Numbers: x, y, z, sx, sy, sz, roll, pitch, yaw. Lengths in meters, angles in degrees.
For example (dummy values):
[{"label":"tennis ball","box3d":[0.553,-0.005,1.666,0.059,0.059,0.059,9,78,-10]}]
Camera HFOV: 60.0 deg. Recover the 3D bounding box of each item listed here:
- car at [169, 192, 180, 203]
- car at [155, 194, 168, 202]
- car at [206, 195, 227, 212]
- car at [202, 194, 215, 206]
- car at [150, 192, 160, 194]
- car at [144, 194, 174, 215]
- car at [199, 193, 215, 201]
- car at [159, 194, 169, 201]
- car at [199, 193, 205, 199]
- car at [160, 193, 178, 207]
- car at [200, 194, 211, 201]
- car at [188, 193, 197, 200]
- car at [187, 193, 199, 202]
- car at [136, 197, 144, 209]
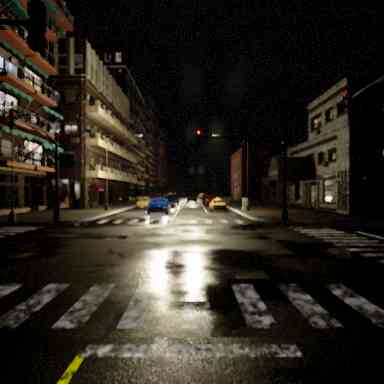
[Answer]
[{"label":"car","box3d":[-3.058,1.167,54.383,1.837,1.490,4.892,0,0,0]},{"label":"car","box3d":[-5.685,1.168,62.664,2.008,1.369,4.403,0,0,0]},{"label":"car","box3d":[2.695,1.300,35.139,1.752,1.417,4.829,0,0,0]},{"label":"car","box3d":[2.695,1.292,46.047,1.802,1.307,4.206,0,0,0]},{"label":"car","box3d":[-5.684,0.993,51.584,2.192,1.841,5.009,0,0,0]},{"label":"car","box3d":[-3.098,1.272,31.835,1.882,1.535,5.008,0,0,0]},{"label":"car","box3d":[2.696,0.993,51.585,2.192,1.841,5.009,0,0,0]},{"label":"car","box3d":[-5.684,1.115,68.033,1.752,1.417,4.829,0,0,0]},{"label":"car","box3d":[2.697,1.004,90.530,1.752,1.417,4.829,0,0,0]},{"label":"car","box3d":[-3.076,1.259,42.062,1.812,1.442,4.674,0,0,1]},{"label":"car","box3d":[2.696,1.139,68.203,2.008,1.369,4.403,0,0,0]},{"label":"car","box3d":[0.004,0.937,71.776,1.882,1.535,5.008,0,0,0]},{"label":"car","box3d":[0.003,1.172,61.357,2.033,1.411,5.357,0,0,0]},{"label":"car","box3d":[-5.686,1.269,40.337,1.752,1.417,4.829,0,0,0]}]
